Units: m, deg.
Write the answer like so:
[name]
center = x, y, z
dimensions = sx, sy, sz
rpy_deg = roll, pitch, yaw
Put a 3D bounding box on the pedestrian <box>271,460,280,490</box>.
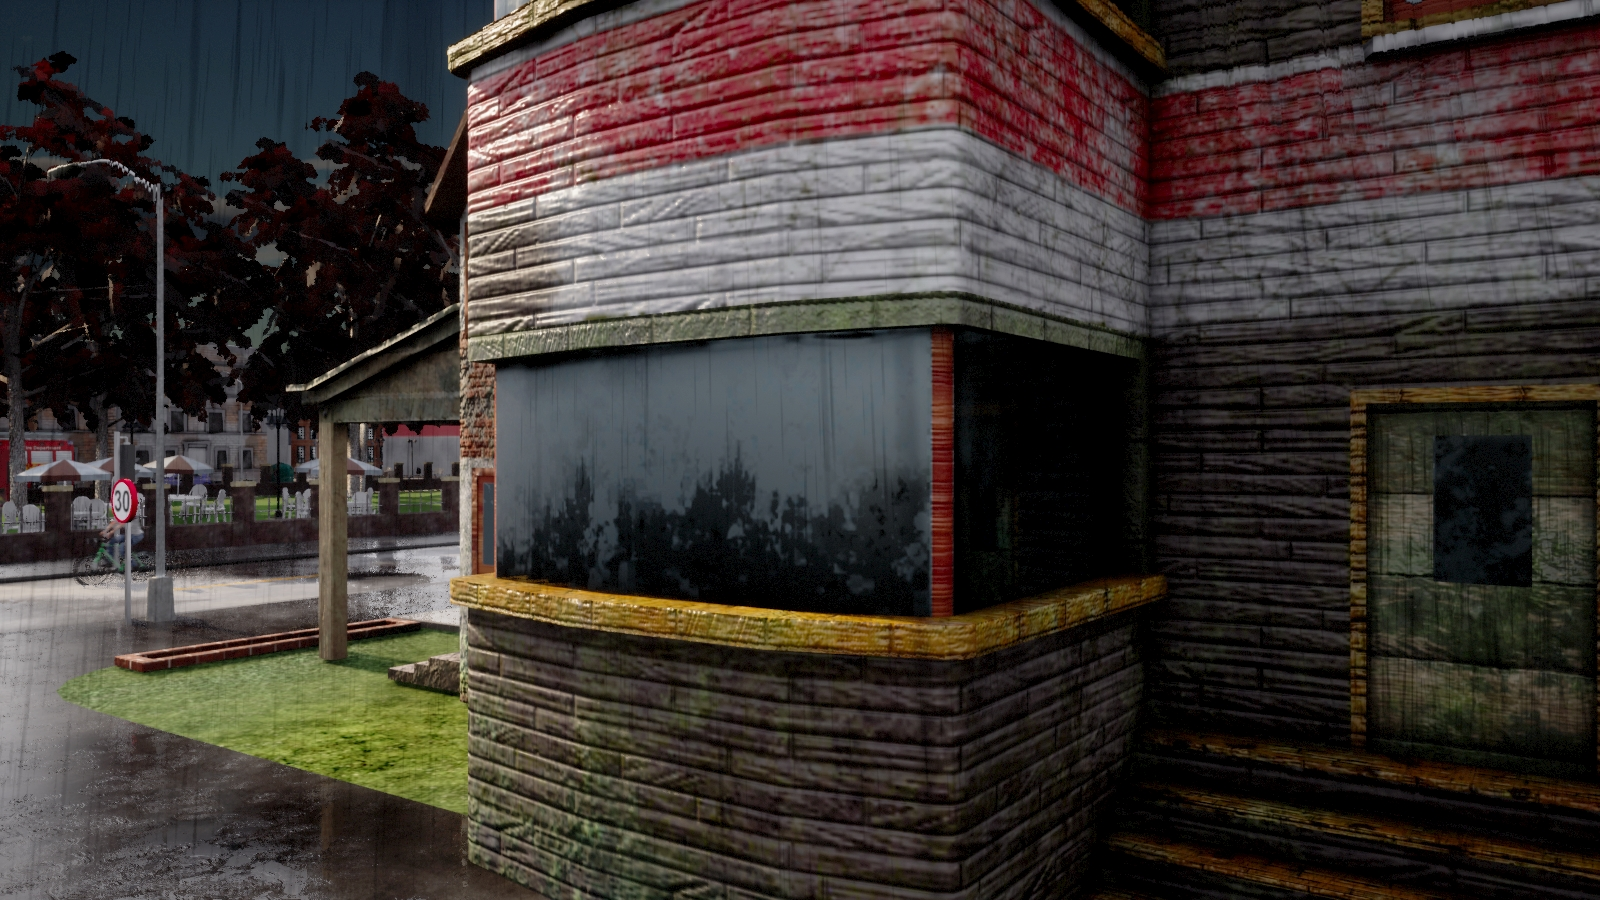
[pedestrian]
center = -31.922, 1.524, 69.548
dimensions = 0.375, 1.860, 0.375
rpy_deg = 0, 0, 41
